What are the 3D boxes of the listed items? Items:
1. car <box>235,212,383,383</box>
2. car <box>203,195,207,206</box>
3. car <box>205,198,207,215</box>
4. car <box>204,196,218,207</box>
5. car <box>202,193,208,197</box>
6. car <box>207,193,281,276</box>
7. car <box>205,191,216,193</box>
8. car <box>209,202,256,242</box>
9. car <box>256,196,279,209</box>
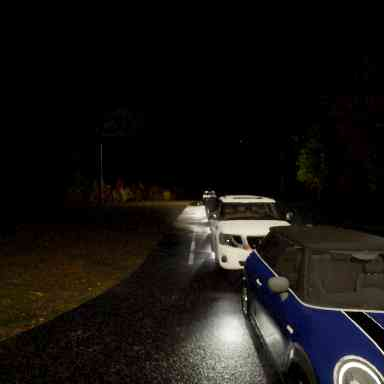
[{"bbox_3d":[1.940,1.338,4.138,2.097,1.767,4.553,0,0,0],"label":"car"},{"bbox_3d":[2.179,1.322,29.326,1.882,1.535,5.008,0,0,1],"label":"car"},{"bbox_3d":[2.028,1.380,23.072,1.837,1.490,4.892,0,0,1],"label":"car"},{"bbox_3d":[2.682,1.314,47.988,1.994,1.385,4.181,0,0,3],"label":"car"},{"bbox_3d":[2.491,1.275,41.580,2.128,1.511,4.902,0,0,2],"label":"car"},{"bbox_3d":[1.733,1.160,10.485,2.150,2.045,5.566,0,0,1],"label":"car"},{"bbox_3d":[2.874,0.938,54.421,2.150,2.045,5.566,0,0,2],"label":"car"},{"bbox_3d":[1.876,1.384,16.825,1.882,1.535,5.008,0,0,1],"label":"car"},{"bbox_3d":[9.499,1.259,42.376,1.882,1.535,5.008,0,0,1],"label":"car"}]
